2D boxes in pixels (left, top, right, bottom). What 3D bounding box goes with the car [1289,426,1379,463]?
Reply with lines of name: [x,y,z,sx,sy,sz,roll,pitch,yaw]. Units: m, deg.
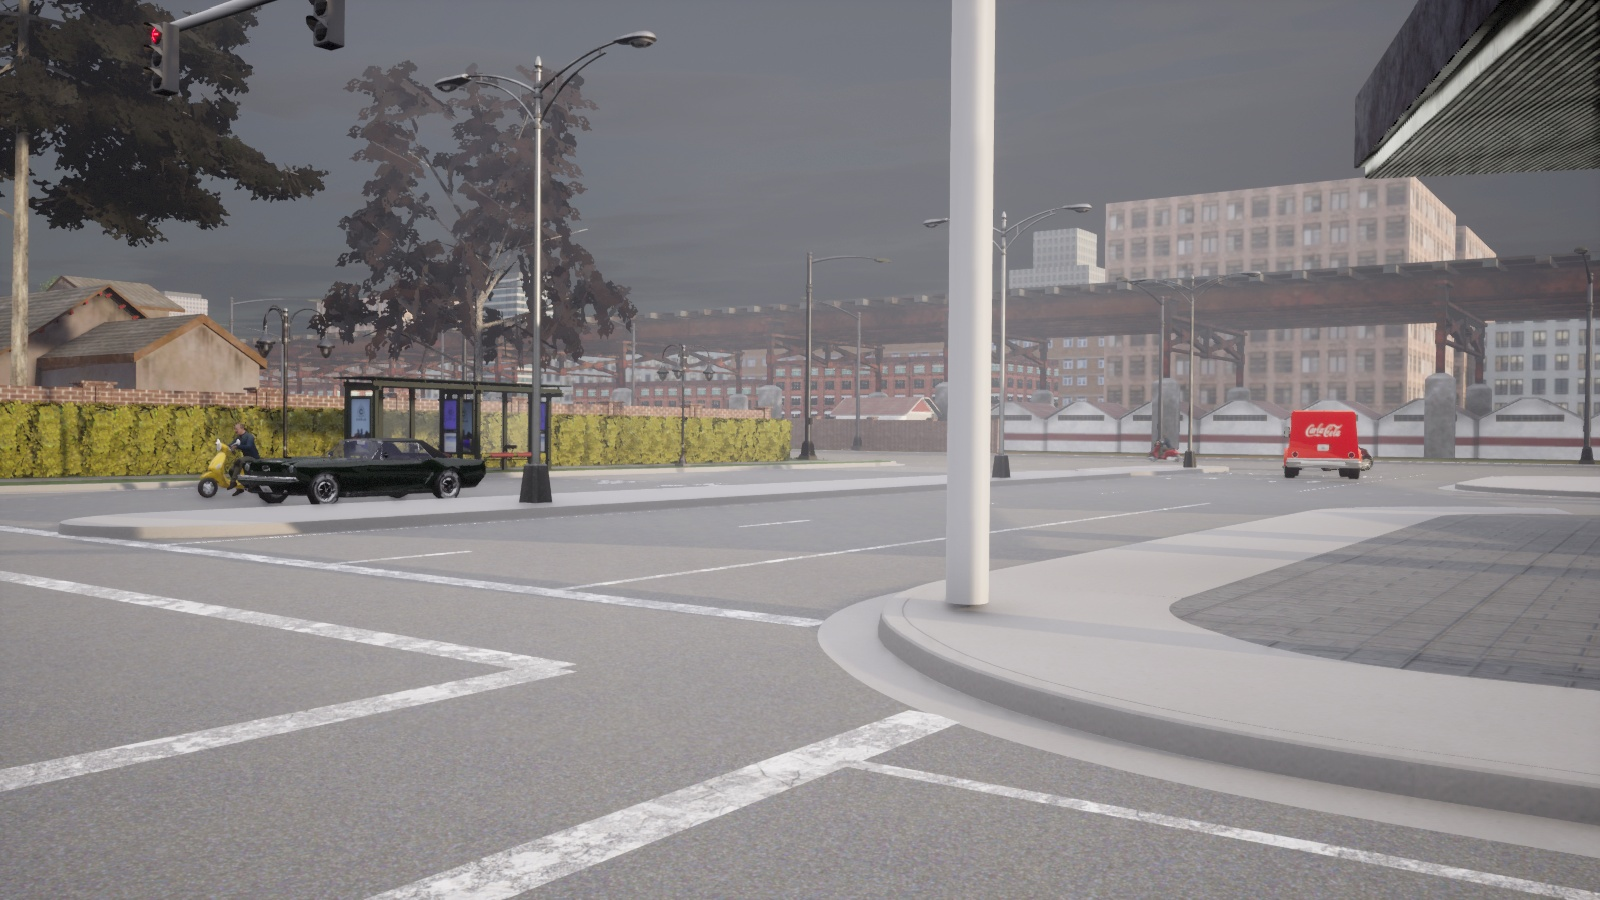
car: [23.589,-0.261,55.473,3.705,1.549,1.789,-1,0,-30]

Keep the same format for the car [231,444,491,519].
car: [-8.724,0.564,25.371,1.895,1.301,4.718,0,1,35]

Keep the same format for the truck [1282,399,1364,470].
truck: [19.224,-0.563,46.375,2.627,2.467,5.204,0,1,21]

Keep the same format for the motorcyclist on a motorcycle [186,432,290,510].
motorcyclist on a motorcycle: [-11.985,0.427,26.842,0.866,1.590,1.817,0,1,35]

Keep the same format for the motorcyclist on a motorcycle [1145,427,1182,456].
motorcyclist on a motorcycle: [20.333,-0.459,70.298,1.817,1.590,0.866,0,1,35]
